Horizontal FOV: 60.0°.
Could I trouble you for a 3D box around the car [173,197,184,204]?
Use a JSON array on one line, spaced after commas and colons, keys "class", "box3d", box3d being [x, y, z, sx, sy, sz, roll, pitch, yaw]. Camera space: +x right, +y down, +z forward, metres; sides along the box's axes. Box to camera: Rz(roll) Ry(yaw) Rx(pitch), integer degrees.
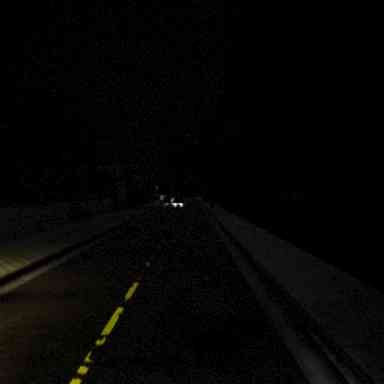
[{"class": "car", "box3d": [-2.744, 1.647, 67.438, 1.994, 1.385, 4.181, 0, 0, 0]}]
